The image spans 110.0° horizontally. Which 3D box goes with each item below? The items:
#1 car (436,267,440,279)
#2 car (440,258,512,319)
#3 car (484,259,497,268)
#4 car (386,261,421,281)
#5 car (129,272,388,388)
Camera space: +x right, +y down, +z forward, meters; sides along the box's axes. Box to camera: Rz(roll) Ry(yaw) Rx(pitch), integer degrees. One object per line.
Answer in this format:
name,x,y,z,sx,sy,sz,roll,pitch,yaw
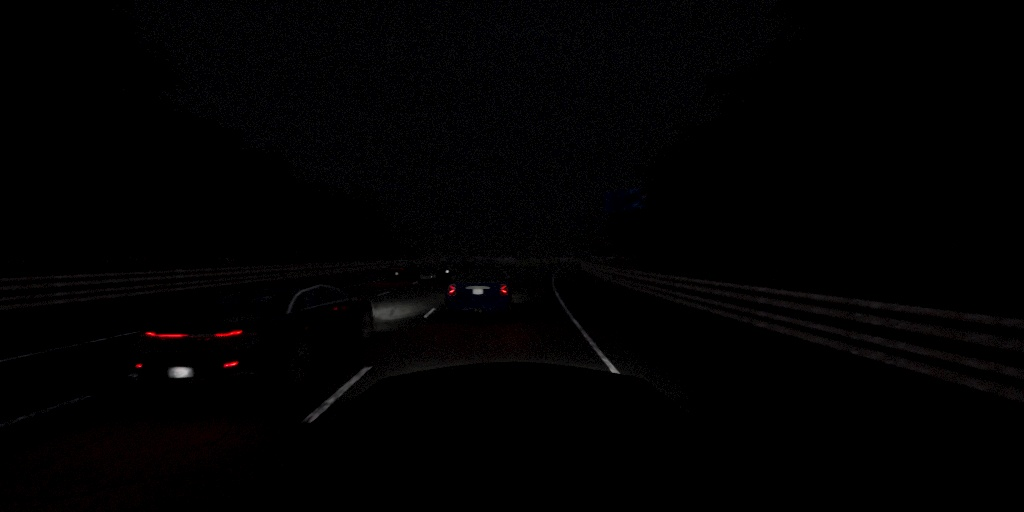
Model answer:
car,-5.436,1.271,31.585,1.994,1.385,4.181,0,0,-3
car,-1.128,1.090,12.913,2.097,1.767,4.553,0,0,-3
car,-3.842,1.237,62.789,2.128,1.511,4.902,0,0,-4
car,-8.840,1.178,29.539,1.882,1.535,5.008,0,0,-3
car,-4.245,1.229,6.887,2.128,1.511,4.902,0,0,-3
